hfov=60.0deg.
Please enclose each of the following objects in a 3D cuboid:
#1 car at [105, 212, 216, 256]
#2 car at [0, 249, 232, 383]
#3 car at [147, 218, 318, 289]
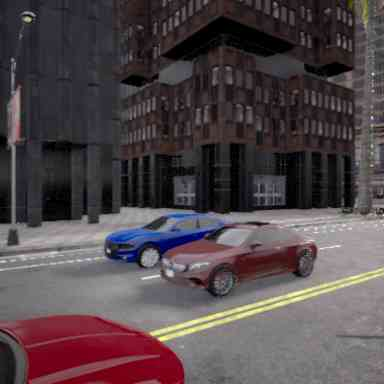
[{"bbox_3d":[-0.450,1.480,11.348,5.008,1.535,1.882,0,0,-35],"label":"car"},{"bbox_3d":[-2.308,1.477,1.793,5.008,1.535,1.882,0,0,-36],"label":"car"},{"bbox_3d":[1.408,1.528,8.681,4.674,1.442,1.812,0,0,-35],"label":"car"}]
